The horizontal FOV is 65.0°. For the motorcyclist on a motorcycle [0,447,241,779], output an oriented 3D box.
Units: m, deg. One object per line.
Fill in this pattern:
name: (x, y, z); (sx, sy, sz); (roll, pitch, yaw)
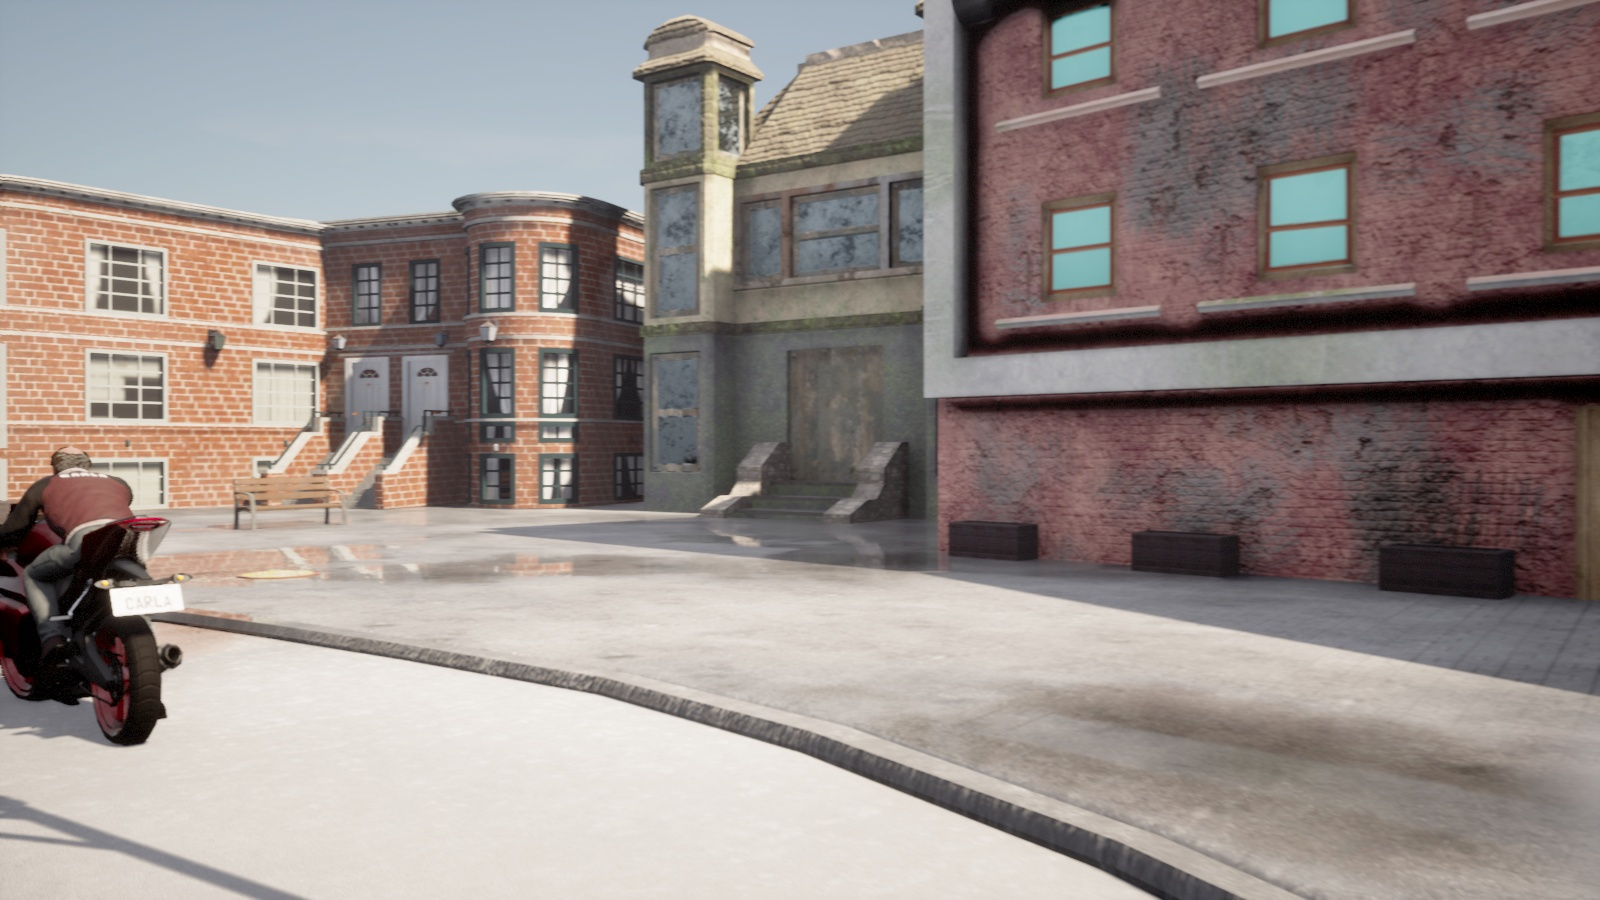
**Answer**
motorcyclist on a motorcycle: (-3.958, 0.754, 6.881); (2.191, 1.530, 0.866); (0, 0, 44)
